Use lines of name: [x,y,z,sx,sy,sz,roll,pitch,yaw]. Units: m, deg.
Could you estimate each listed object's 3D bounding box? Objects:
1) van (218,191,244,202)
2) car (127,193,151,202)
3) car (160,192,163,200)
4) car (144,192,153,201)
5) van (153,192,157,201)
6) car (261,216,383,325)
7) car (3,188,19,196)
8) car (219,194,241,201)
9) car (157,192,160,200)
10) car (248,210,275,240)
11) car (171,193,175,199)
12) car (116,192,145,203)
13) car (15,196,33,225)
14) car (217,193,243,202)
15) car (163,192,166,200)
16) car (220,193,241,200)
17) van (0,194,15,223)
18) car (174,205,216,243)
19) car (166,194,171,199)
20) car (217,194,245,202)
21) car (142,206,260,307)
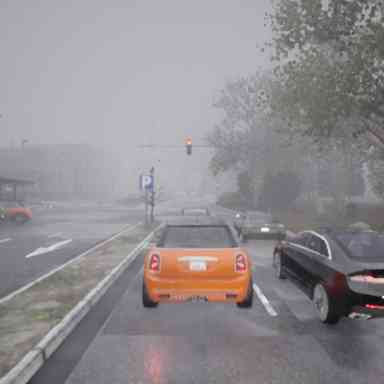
van: [7.225,0.982,63.637,4.442,1.987,1.878,1,0,-14]
car: [-10.767,1.131,66.970,4.553,1.767,2.185,-1,0,-14]
car: [-9.709,1.286,75.978,4.674,1.452,2.002,-1,0,-13]
car: [-10.858,1.254,64.018,5.366,1.575,1.946,-1,0,-15]
van: [-10.304,1.026,70.011,4.442,1.987,1.878,-1,0,-14]
car: [3.103,1.493,7.093,2.128,1.511,4.902,0,0,0]
car: [-28.212,0.087,51.878,2.002,1.452,4.674,6,-3,-19]
car: [8.649,1.228,75.440,4.674,1.452,2.002,1,0,-13]
car: [-10.079,1.251,72.982,4.892,1.521,2.231,-1,0,-14]
car: [3.145,1.572,16.156,1.994,1.385,4.181,0,0,1]
car: [-8.083,0.981,87.969,5.566,2.045,2.435,-1,0,-12]
car: [-11.500,1.299,61.026,4.792,1.488,2.163,-1,0,-15]
car: [-13.649,1.380,23.217,4.553,1.767,2.185,-1,0,-19]
car: [7.606,1.078,66.607,4.553,1.767,2.185,1,0,-14]
car: [-9.340,1.283,78.980,4.674,1.452,2.002,-1,0,-13]
car: [9.384,1.051,81.308,4.553,1.767,2.185,1,0,-12]
van: [-13.621,1.277,20.240,4.442,1.987,1.878,-1,0,-20]
car: [0.155,1.515,17.207,1.837,1.490,4.892,0,0,1]
car: [-8.530,1.276,84.963,4.674,1.452,2.002,-1,0,-12]
car: [8.139,1.197,69.601,5.366,1.575,1.946,1,0,-13]
car: [0.104,1.356,8.121,2.097,1.767,4.553,0,0,0]
